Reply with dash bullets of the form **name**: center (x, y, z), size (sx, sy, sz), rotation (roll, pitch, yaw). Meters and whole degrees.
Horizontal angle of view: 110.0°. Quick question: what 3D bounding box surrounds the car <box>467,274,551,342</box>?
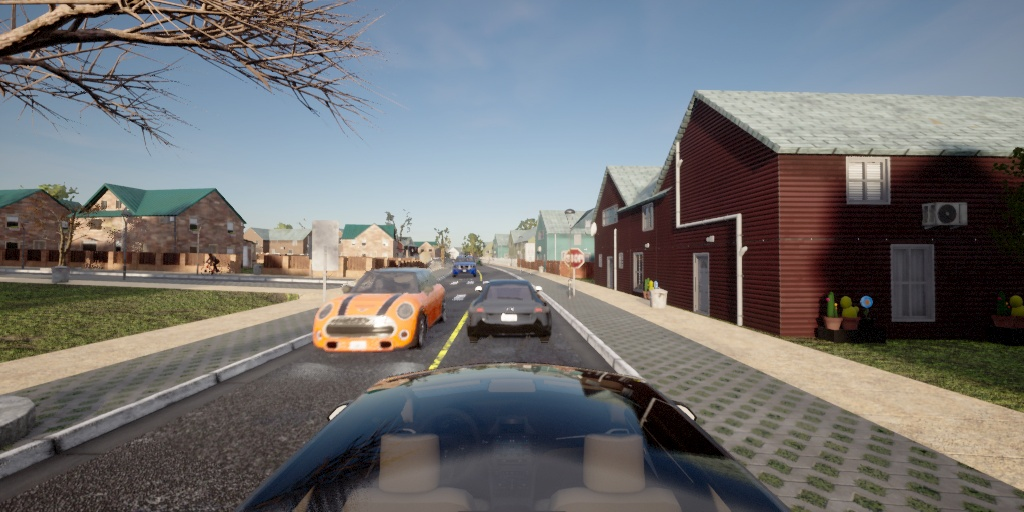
- **car**: center (-0.085, 1.315, 9.815), size (1.994, 1.385, 4.181), rotation (0, 0, -1)

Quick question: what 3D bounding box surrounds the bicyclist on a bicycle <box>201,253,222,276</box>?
- **bicyclist on a bicycle**: center (-22.072, 0.632, 26.378), size (0.582, 1.620, 1.656), rotation (1, 0, 8)

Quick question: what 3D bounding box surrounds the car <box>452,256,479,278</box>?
- **car**: center (-4.543, 0.973, 34.890), size (2.150, 2.045, 5.566), rotation (0, 0, -6)

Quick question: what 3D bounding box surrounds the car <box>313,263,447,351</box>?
- **car**: center (-2.987, 1.103, 9.063), size (2.097, 1.767, 4.553), rotation (0, 0, -2)
